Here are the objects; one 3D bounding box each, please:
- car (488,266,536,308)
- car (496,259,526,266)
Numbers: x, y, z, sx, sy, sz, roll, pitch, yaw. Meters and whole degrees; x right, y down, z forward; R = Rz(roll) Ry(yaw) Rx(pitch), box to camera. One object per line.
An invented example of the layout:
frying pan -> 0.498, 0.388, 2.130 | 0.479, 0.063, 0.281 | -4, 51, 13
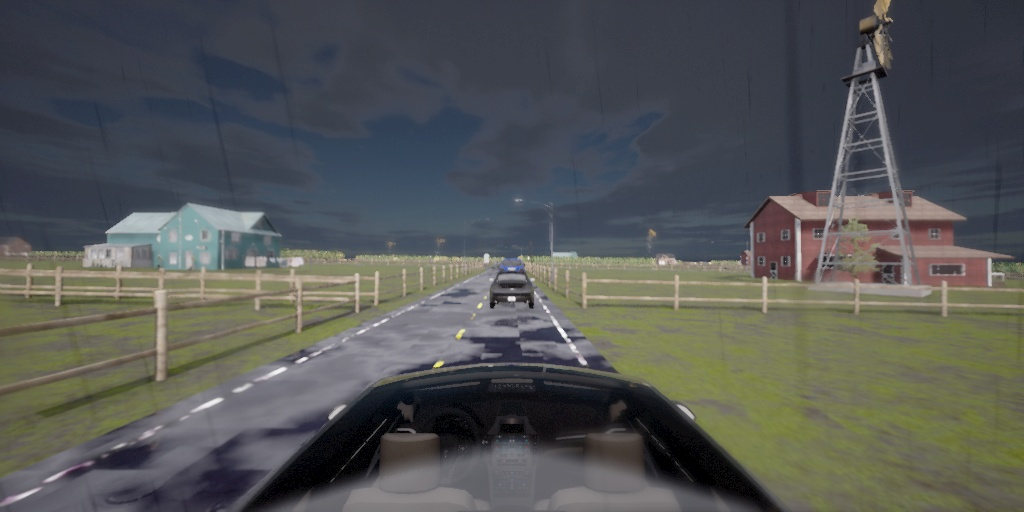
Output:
car -> -0.001, 1.402, 16.152 | 1.837, 1.490, 4.892 | 0, 0, 0
car -> -0.008, 1.259, 30.851 | 2.150, 2.045, 5.566 | 0, 0, 0
